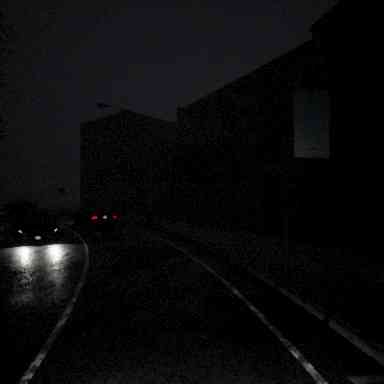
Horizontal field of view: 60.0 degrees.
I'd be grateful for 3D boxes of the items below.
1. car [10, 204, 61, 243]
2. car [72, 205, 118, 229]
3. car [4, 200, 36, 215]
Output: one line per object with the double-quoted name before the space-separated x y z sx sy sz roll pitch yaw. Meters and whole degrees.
"car" -7.689 1.557 16.533 2.033 1.411 5.357 0 0 -26
"car" -6.494 1.570 22.035 2.033 1.411 5.357 0 0 -31
"car" -17.518 1.585 34.107 4.902 1.511 2.128 -1 -1 40
